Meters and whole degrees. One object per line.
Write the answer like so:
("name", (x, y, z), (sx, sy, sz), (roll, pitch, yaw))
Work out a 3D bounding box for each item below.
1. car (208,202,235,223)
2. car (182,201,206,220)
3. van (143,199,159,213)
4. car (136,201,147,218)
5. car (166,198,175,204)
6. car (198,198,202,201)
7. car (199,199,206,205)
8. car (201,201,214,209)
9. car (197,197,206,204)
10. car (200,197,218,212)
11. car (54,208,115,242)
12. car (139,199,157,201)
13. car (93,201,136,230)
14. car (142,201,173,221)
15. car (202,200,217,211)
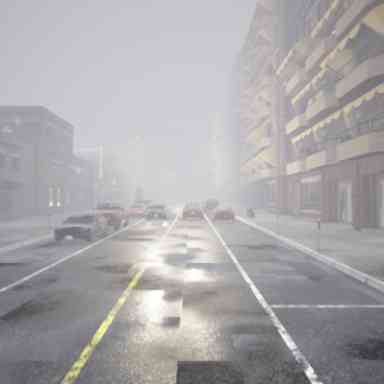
("car", (2.690, 1.863, 29.025), (1.887, 1.381, 4.507), (1, -1, 0))
("car", (0.076, 1.922, 32.611), (1.994, 1.385, 4.181), (0, -1, 0))
("van", (-5.665, 1.848, 46.021), (1.690, 1.788, 3.998), (1, -1, 0))
("car", (-5.701, 1.963, 34.646), (1.802, 1.307, 4.206), (1, -1, 0))
("car", (-5.682, 2.413, 79.968), (1.752, 1.417, 4.829), (1, -1, 0))
("car", (0.021, 1.956, 43.544), (1.882, 1.535, 5.008), (0, 0, 1))
("car", (2.662, 2.482, 86.057), (1.752, 1.417, 4.829), (1, -1, 0))
("car", (2.675, 2.199, 57.456), (1.947, 1.339, 4.313), (1, -1, 0))
("car", (2.662, 2.335, 91.576), (2.192, 1.841, 5.009), (1, -1, 0))
("car", (2.686, 1.822, 46.086), (2.192, 1.841, 5.009), (1, -1, 0))
("car", (-5.685, 1.760, 17.587), (1.947, 1.339, 4.313), (1, -1, 0))
("car", (-5.678, 1.758, 40.335), (2.192, 1.841, 5.009), (1, -1, 0))
("car", (-5.683, 1.571, 23.276), (2.192, 1.841, 5.009), (1, -1, 0))
("car", (-3.114, 1.843, 30.768), (1.837, 1.490, 4.892), (0, -1, 0))
("car", (2.681, 2.010, 51.770), (1.967, 1.590, 4.097), (1, -1, 0))
